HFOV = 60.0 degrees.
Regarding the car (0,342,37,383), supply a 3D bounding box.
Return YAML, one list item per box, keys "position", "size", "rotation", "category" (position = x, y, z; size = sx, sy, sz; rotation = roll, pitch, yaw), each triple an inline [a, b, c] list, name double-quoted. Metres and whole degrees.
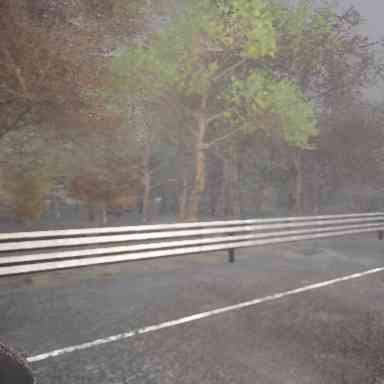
- position: [-3.272, 1.487, 1.414]
  size: [4.892, 1.490, 1.837]
  rotation: [0, 0, -36]
  category: "car"
